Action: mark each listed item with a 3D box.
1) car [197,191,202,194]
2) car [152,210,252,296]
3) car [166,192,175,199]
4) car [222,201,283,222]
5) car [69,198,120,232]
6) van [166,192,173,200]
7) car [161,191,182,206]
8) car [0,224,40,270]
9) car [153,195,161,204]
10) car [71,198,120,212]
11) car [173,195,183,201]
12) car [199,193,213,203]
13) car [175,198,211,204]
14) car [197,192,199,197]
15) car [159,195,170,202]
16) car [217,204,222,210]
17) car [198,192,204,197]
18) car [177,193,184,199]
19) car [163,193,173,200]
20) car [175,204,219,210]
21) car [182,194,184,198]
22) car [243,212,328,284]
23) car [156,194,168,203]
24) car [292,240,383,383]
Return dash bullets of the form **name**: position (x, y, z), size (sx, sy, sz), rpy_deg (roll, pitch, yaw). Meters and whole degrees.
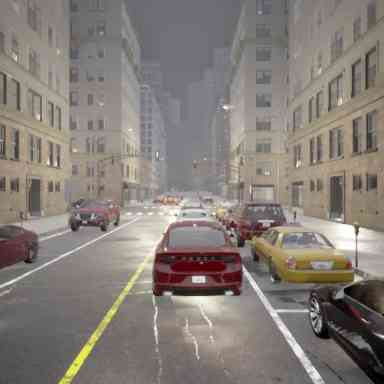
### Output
- **car**: position (2.791, 1.023, 90.526), size (1.967, 1.590, 4.097), rpy_deg (1, 0, 0)
- **car**: position (0.075, 1.473, 8.659), size (1.882, 1.535, 5.008), rpy_deg (0, 0, -1)
- **car**: position (-5.732, 0.898, 90.533), size (2.192, 1.841, 5.009), rpy_deg (1, 0, 0)
- **car**: position (2.770, 1.302, 14.777), size (2.192, 1.841, 5.009), rpy_deg (0, 0, 0)
- **car**: position (-5.753, 1.291, 20.337), size (2.192, 1.841, 5.009), rpy_deg (0, 0, 0)
- **van**: position (-5.734, 0.966, 85.111), size (1.690, 1.788, 3.998), rpy_deg (1, 0, 0)
- **car**: position (-3.137, 1.203, 51.827), size (2.097, 1.767, 4.553), rpy_deg (0, 0, 2)
- **car**: position (-5.758, 1.576, 9.232), size (1.802, 1.307, 4.206), rpy_deg (0, 0, 0)
- **car**: position (-5.744, 1.361, 57.995), size (1.887, 1.381, 4.507), rpy_deg (0, 0, 0)
- **car**: position (-10.763, 1.425, 37.223), size (4.892, 1.490, 1.837), rpy_deg (0, -1, 8)
- **car**: position (-2.984, 1.277, 72.082), size (1.994, 1.385, 4.181), rpy_deg (0, 0, 0)
- **car**: position (2.781, 1.367, 57.986), size (2.008, 1.369, 4.403), rpy_deg (0, 0, 0)
- **car**: position (0.079, 1.454, 25.377), size (2.128, 1.511, 4.902), rpy_deg (0, 0, 0)
- **car**: position (2.787, 1.249, 79.682), size (1.802, 1.307, 4.206), rpy_deg (1, 0, 0)
- **car**: position (-5.741, 1.291, 68.843), size (1.887, 1.381, 4.507), rpy_deg (1, 0, 0)
- **car**: position (2.771, 1.558, 20.328), size (1.802, 1.307, 4.206), rpy_deg (0, 0, 0)
- **car**: position (2.785, 1.271, 69.002), size (1.752, 1.417, 4.829), rpy_deg (1, 0, 0)
- **car**: position (-2.981, 1.131, 85.830), size (1.812, 1.442, 4.674), rpy_deg (0, 0, 0)
- **car**: position (-5.737, 1.107, 79.689), size (1.967, 1.590, 4.097), rpy_deg (1, 0, 0)
- **car**: position (0.102, 1.510, 16.235), size (1.812, 1.442, 4.674), rpy_deg (0, 0, 0)
- **car**: position (-3.047, 1.297, 61.992), size (1.837, 1.490, 4.892), rpy_deg (0, 0, 0)
- **car**: position (2.768, 1.520, 9.393), size (1.752, 1.417, 4.829), rpy_deg (0, 0, 0)
- **car**: position (-5.741, 1.223, 63.419), size (1.967, 1.590, 4.097), rpy_deg (1, 0, 0)
- **car**: position (2.766, 1.566, 3.671), size (1.947, 1.339, 4.313), rpy_deg (0, 0, 0)
